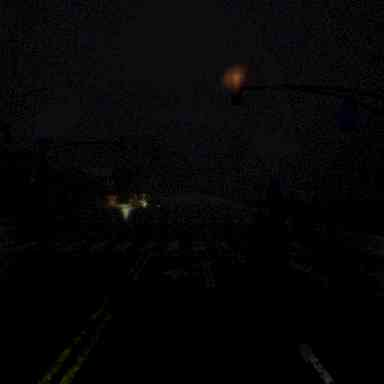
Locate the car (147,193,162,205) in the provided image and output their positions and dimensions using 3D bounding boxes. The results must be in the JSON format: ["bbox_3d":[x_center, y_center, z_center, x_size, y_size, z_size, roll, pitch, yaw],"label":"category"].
[{"bbox_3d":[-6.450,1.269,57.991,2.150,2.045,5.566,0,2,0],"label":"car"}]
